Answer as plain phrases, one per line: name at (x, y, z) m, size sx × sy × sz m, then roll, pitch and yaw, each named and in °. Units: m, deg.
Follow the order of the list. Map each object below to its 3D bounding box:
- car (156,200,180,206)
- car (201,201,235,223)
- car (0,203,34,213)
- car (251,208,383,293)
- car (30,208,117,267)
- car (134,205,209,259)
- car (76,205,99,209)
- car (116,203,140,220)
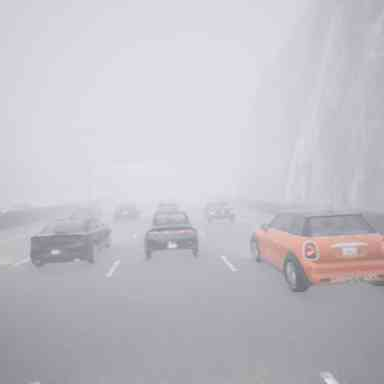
car at (-2.059, 1.414, 28.675) m, size 2.128 × 1.511 × 4.902 m, roll -3°, pitch 1°, yaw -4°
car at (1.802, 1.343, 23.956) m, size 2.033 × 1.411 × 5.357 m, roll -3°, pitch 1°, yaw -4°
car at (-20.675, 2.111, 40.096) m, size 1.837 × 1.490 × 4.892 m, roll -3°, pitch 1°, yaw -4°
car at (2.993, 1.197, 8.734) m, size 2.097 × 1.767 × 4.553 m, roll -3°, pitch 0°, yaw -4°
car at (-4.289, 1.641, 12.450) m, size 1.882 × 1.535 × 5.008 m, roll -3°, pitch 0°, yaw -4°
car at (-0.817, 1.492, 12.914) m, size 2.128 × 1.511 × 4.902 m, roll -3°, pitch 0°, yaw -4°
car at (-9.072, 1.804, 28.701) m, size 1.994 × 1.385 × 4.181 m, roll -3°, pitch 1°, yaw -4°
car at (-5.579, 1.644, 28.877) m, size 1.994 × 1.385 × 4.181 m, roll -3°, pitch 1°, yaw -4°
